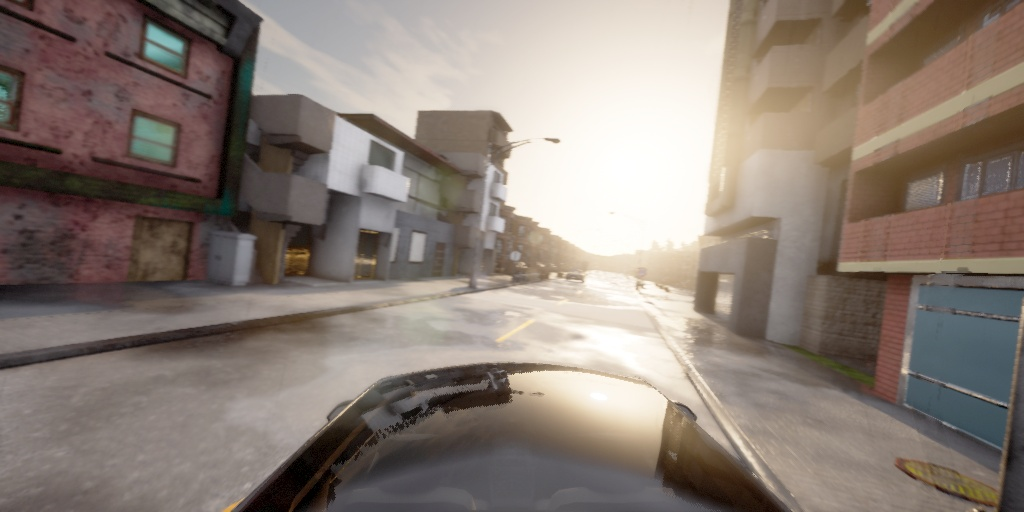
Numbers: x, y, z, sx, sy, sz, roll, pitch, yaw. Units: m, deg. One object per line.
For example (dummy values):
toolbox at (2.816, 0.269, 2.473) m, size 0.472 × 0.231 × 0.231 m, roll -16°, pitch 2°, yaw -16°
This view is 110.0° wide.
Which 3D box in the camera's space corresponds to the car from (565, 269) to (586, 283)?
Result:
car at (7.239, 2.212, 40.638) m, size 1.994 × 1.385 × 4.181 m, roll 7°, pitch 0°, yaw 17°
